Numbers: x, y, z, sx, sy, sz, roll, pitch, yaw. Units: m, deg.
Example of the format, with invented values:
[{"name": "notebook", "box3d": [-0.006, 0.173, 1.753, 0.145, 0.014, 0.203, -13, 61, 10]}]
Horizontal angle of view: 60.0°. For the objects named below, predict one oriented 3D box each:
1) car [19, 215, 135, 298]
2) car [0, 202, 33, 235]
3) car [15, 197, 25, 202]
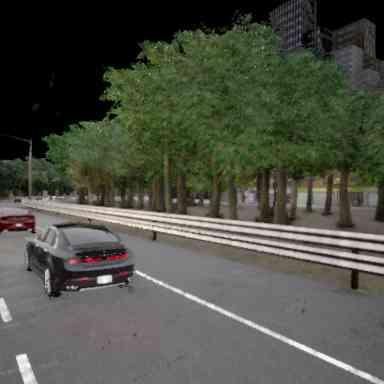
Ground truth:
[{"name": "car", "box3d": [-3.166, 1.568, 8.874, 1.837, 1.490, 4.892, 1, -1, -35]}, {"name": "car", "box3d": [-10.487, 1.598, 19.494, 1.882, 1.535, 5.008, 1, -1, -35]}, {"name": "car", "box3d": [-41.441, 1.931, 80.902, 1.837, 1.490, 4.892, 1, -1, -6]}]
